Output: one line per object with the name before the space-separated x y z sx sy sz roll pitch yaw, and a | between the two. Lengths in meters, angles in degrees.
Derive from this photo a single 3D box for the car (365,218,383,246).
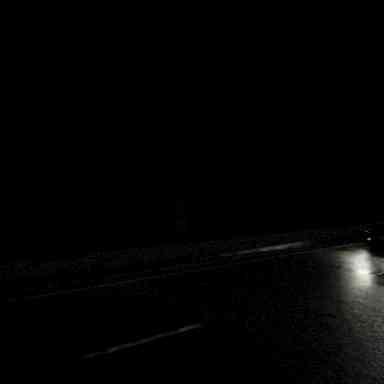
car | 9.463 1.535 14.427 5.008 1.535 1.882 0 0 -35
